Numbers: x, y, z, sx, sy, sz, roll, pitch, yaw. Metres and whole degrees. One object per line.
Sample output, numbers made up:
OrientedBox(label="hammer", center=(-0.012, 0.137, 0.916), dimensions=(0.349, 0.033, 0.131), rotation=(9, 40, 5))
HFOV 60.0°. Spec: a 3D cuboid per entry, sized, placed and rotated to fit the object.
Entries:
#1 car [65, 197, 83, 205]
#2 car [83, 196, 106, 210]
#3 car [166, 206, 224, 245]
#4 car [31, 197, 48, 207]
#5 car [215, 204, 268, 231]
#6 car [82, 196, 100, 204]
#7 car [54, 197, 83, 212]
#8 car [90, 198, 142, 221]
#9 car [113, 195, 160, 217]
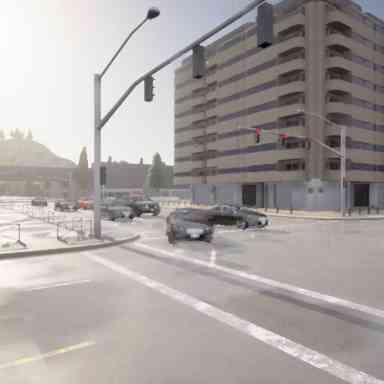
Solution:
OrientedBox(label="car", center=(-22.087, 1.619, 62.139), dimensions=(1.994, 1.385, 4.181), rotation=(0, 0, -35))
OrientedBox(label="car", center=(-13.348, 1.408, 43.420), dimensions=(2.097, 1.767, 4.553), rotation=(0, 0, -35))
OrientedBox(label="car", center=(-0.201, 1.522, 15.900), dimensions=(2.128, 1.511, 4.902), rotation=(1, -1, -8))
OrientedBox(label="car", center=(-24.283, 1.565, 52.942), dimensions=(1.837, 1.490, 4.892), rotation=(0, 0, -35))
OrientedBox(label="car", center=(2.604, 1.539, 21.337), dimensions=(2.128, 1.511, 4.902), rotation=(0, 0, -40))
OrientedBox(label="car", center=(-19.679, 1.533, 64.794), dimensions=(1.882, 1.535, 5.008), rotation=(0, 0, -35))
OrientedBox(label="car", center=(-15.168, 1.548, 39.930), dimensions=(2.128, 1.511, 4.902), rotation=(0, 0, -35))
OrientedBox(label="car", center=(-6.408, 1.547, 27.552), dimensions=(2.128, 1.511, 4.902), rotation=(0, 0, -35))
OrientedBox(label="car", center=(-5.161, 1.281, 31.843), dimensions=(2.150, 2.045, 5.566), rotation=(0, -1, -36))
